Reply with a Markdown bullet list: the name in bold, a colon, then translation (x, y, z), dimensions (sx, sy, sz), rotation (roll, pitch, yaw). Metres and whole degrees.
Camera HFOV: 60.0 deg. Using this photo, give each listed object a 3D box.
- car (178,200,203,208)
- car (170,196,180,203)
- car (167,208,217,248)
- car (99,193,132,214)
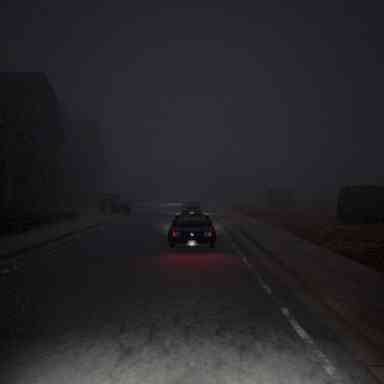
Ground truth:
- **car**: translation (0.000, 1.530, 29.650), dimensions (1.812, 1.442, 4.674), rotation (0, 0, 0)
- **car**: translation (-3.500, 1.498, 67.799), dimensions (2.128, 1.511, 4.902), rotation (0, 0, 0)
- **car**: translation (0.000, 1.613, 14.680), dimensions (1.895, 1.301, 4.718), rotation (0, 0, 0)
- **car**: translation (-7.662, 1.141, 33.079), dimensions (1.905, 1.878, 3.866), rotation (8, -3, -42)
